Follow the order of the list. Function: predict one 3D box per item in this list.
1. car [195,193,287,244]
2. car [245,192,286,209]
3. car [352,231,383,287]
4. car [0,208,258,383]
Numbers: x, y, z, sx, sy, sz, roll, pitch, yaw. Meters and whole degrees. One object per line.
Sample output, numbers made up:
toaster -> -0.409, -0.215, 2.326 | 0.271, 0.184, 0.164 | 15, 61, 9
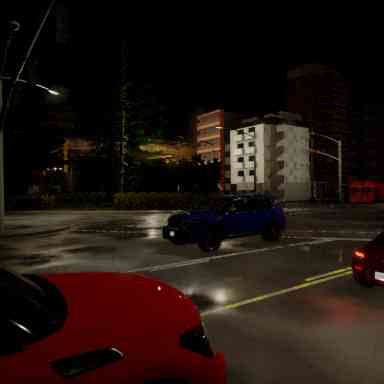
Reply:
car -> 1.515, 1.139, 13.734 | 5.566, 2.045, 2.150 | -1, 0, -36
car -> 8.616, 0.943, 39.342 | 2.097, 1.767, 4.553 | -1, 1, -35
car -> 5.544, 1.433, 7.715 | 4.674, 1.442, 1.812 | -1, 1, -35
car -> -2.355, 1.222, 2.061 | 5.566, 2.045, 2.150 | 0, 0, -35
